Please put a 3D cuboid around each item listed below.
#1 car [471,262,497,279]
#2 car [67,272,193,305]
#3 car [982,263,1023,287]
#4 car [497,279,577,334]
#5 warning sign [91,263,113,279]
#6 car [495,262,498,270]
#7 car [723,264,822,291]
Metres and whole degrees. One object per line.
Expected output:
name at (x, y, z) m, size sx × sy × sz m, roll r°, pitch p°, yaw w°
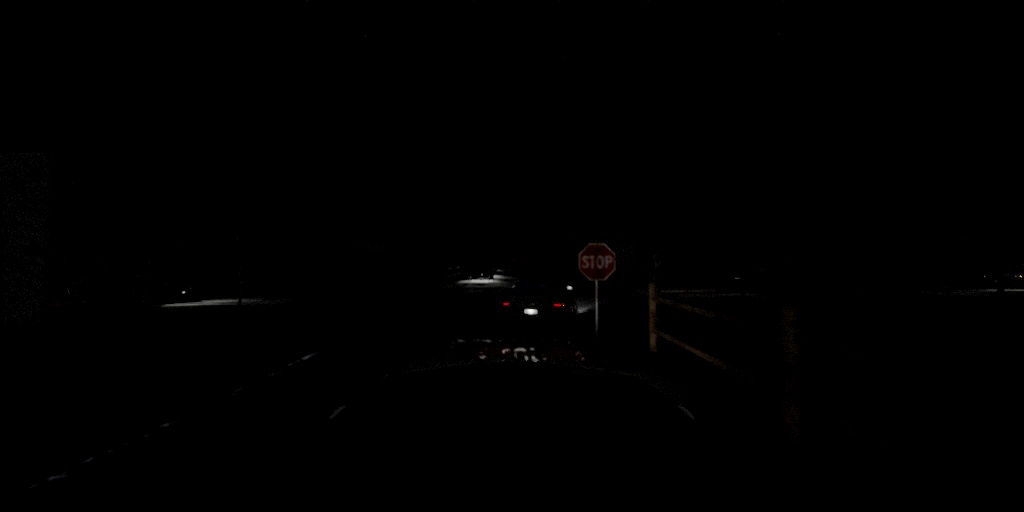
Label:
car at (-2.863, 1.578, 35.676) m, size 1.994 × 1.385 × 4.181 m, roll 0°, pitch 0°, yaw -1°
car at (-18.305, 1.530, 17.323) m, size 4.892 × 1.490 × 1.837 m, roll -1°, pitch -2°, yaw -1°
car at (30.333, 1.128, 20.770) m, size 4.674 × 1.442 × 1.812 m, roll -1°, pitch -2°, yaw -1°
car at (0.884, 1.382, 11.017) m, size 1.994 × 1.385 × 4.181 m, roll 0°, pitch 0°, yaw 12°
warning sign at (-25.787, 1.379, 22.529) m, size 1.060 × 1.860 × 1.300 m, roll 0°, pitch 0°, yaw -1°
car at (-2.931, 1.704, 46.463) m, size 1.895 × 1.301 × 4.718 m, roll 0°, pitch 0°, yaw 0°
car at (14.836, 1.233, 20.616) m, size 5.008 × 1.535 × 1.882 m, roll -1°, pitch -2°, yaw -1°
